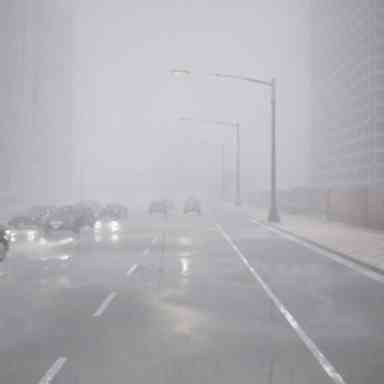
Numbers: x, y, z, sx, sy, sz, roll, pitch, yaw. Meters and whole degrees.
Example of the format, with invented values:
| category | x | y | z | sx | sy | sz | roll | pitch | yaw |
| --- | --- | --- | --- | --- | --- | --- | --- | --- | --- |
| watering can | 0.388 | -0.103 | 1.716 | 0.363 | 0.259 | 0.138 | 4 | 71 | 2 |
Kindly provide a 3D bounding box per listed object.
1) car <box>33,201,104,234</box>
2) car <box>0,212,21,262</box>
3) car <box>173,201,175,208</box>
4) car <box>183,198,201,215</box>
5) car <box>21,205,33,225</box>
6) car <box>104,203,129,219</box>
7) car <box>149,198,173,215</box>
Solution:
| category | x | y | z | sx | sy | sz | roll | pitch | yaw |
| --- | --- | --- | --- | --- | --- | --- | --- | --- | --- |
| car | -7.094 | 1.537 | 19.762 | 2.128 | 1.511 | 4.902 | 0 | 0 | 0 |
| car | -7.098 | 1.527 | 9.411 | 1.837 | 1.490 | 4.892 | 0 | 0 | 0 |
| car | -3.483 | 1.601 | 47.373 | 2.128 | 1.511 | 4.902 | 0 | 0 | 0 |
| car | 0.004 | 1.629 | 35.675 | 2.033 | 1.411 | 5.357 | 0 | 0 | 0 |
| car | -10.592 | 1.602 | 23.333 | 2.033 | 1.411 | 5.357 | 0 | 0 | 0 |
| car | -7.075 | 1.670 | 30.085 | 1.895 | 1.301 | 4.718 | 0 | 0 | 0 |
| car | -3.496 | 1.573 | 35.675 | 2.128 | 1.511 | 4.902 | 0 | 0 | 0 |
